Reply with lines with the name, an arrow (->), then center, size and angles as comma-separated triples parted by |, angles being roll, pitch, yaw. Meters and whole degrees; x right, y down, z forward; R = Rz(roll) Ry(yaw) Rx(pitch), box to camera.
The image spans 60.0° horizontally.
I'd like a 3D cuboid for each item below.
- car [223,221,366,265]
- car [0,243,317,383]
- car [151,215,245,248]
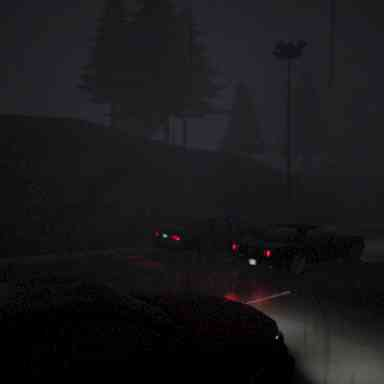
car -> 3.481, 1.661, 10.528 | 4.718, 1.301, 1.895 | 0, 0, -36
car -> -1.112, 1.531, 2.963 | 4.674, 1.442, 1.812 | 0, 0, -35
car -> 1.090, 1.606, 13.126 | 5.357, 1.411, 2.033 | 0, 0, -36
